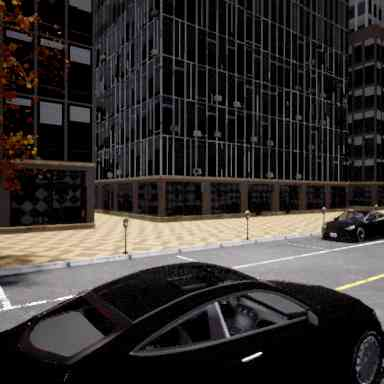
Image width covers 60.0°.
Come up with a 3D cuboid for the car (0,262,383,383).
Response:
[{"bbox_3d":[0.207,1.525,3.581,4.674,1.442,1.812,0,0,-35],"label":"car"}]

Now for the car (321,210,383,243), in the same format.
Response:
[{"bbox_3d":[8.140,1.563,16.226,4.313,1.339,1.947,0,0,-36],"label":"car"}]
